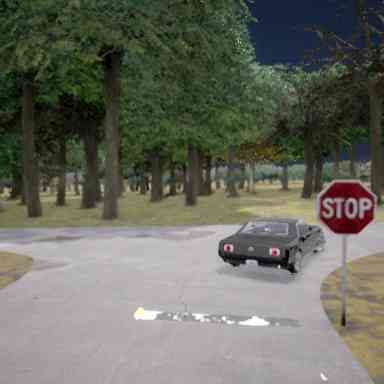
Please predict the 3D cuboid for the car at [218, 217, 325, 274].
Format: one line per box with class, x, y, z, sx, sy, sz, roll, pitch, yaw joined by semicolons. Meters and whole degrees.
car;2.661;1.423;10.166;1.895;1.301;4.718;0;1;32
